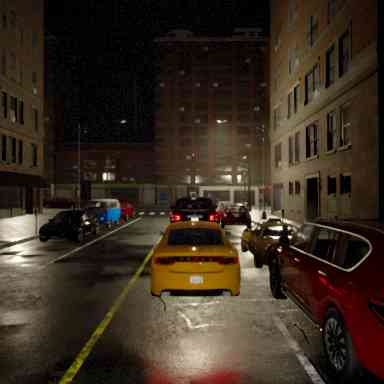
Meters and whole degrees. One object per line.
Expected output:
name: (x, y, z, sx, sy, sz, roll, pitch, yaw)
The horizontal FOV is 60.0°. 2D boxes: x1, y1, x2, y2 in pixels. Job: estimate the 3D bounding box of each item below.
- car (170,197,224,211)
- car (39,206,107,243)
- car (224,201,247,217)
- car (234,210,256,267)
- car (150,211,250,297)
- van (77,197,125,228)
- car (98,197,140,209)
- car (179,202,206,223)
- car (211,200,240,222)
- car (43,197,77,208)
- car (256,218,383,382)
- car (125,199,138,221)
car: (0.100, 1.236, 16.265, 2.150, 2.045, 5.566, 0, 0, 0)
car: (-5.854, 1.581, 16.342, 1.947, 1.339, 4.313, 1, 0, 0)
car: (2.672, 1.462, 21.825, 1.967, 1.590, 4.097, 1, 0, 0)
car: (2.673, 1.534, 11.029, 1.752, 1.417, 4.829, 1, 0, 0)
car: (0.049, 1.484, 8.659, 1.882, 1.535, 5.008, 0, 0, -1)
van: (-5.852, 1.363, 21.825, 1.690, 1.788, 3.998, 1, 0, 0)
car: (-9.501, 1.443, 43.414, 5.008, 1.535, 1.882, 0, -1, 0)
car: (0.077, 1.593, 26.734, 1.994, 1.385, 4.181, 0, 0, 1)
car: (2.671, 1.470, 27.308, 1.967, 1.590, 4.097, 1, 0, 0)
car: (-15.468, 1.364, 40.132, 5.008, 1.535, 1.882, 0, -1, 2)
car: (2.676, 1.318, 5.376, 2.192, 1.841, 5.009, 1, 0, 0)
car: (-5.855, 1.574, 27.307, 1.887, 1.381, 4.507, 1, 0, 0)
